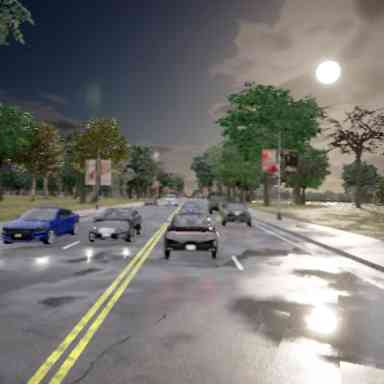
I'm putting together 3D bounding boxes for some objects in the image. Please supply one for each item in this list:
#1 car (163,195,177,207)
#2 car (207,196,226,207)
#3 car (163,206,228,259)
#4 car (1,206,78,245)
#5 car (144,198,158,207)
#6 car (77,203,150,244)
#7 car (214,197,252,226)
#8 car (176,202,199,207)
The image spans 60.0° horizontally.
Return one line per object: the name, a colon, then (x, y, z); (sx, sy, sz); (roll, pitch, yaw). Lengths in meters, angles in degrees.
car: (-3.698, 1.491, 56.984); (2.150, 2.045, 5.566); (1, 0, 0)
car: (3.005, 1.462, 38.262); (2.150, 2.045, 5.566); (1, 0, 0)
car: (-0.046, 1.540, 12.897); (2.128, 1.511, 4.902); (1, 0, 0)
car: (-6.761, 1.426, 15.420); (1.882, 1.535, 5.008); (1, 0, 0)
car: (-6.956, 1.776, 56.675); (1.994, 1.385, 4.181); (1, 0, 0)
car: (-3.513, 1.496, 16.039); (2.128, 1.511, 4.902); (1, 0, 0)
car: (3.109, 1.511, 24.999); (2.097, 1.767, 4.553); (1, 0, 0)
car: (-0.156, 1.690, 31.630); (2.033, 1.411, 5.357); (1, 0, 0)
